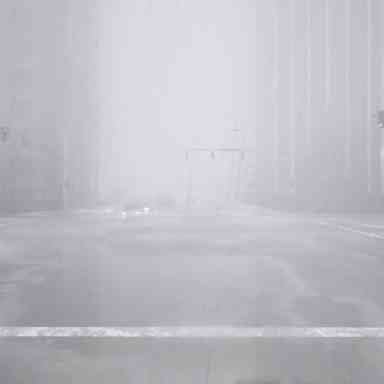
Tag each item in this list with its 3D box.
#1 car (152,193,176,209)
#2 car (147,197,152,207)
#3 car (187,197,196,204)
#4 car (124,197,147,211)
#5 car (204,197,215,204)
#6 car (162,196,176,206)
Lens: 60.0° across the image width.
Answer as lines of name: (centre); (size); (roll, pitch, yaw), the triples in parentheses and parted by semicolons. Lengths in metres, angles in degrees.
car: (-3.658, 1.221, 44.390); (2.150, 2.045, 5.566); (0, 0, 0)
car: (-7.155, 1.492, 50.781); (2.128, 1.511, 4.902); (0, 0, 0)
car: (-0.088, 1.601, 65.584); (1.895, 1.301, 4.718); (0, 0, 0)
car: (-7.154, 1.478, 41.294); (1.882, 1.535, 5.008); (0, 0, 0)
car: (3.413, 1.601, 65.049); (1.895, 1.301, 4.718); (0, 0, 0)
car: (-3.653, 1.478, 54.385); (1.882, 1.535, 5.008); (0, 0, 0)
